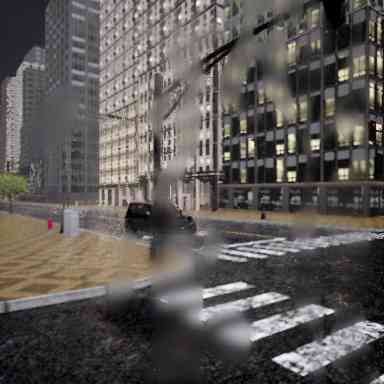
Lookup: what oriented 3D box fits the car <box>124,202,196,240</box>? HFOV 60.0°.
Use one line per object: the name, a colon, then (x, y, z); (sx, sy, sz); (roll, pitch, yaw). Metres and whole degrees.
car: (-2.079, 1.645, 19.831); (2.150, 2.045, 5.566); (0, -1, -37)
